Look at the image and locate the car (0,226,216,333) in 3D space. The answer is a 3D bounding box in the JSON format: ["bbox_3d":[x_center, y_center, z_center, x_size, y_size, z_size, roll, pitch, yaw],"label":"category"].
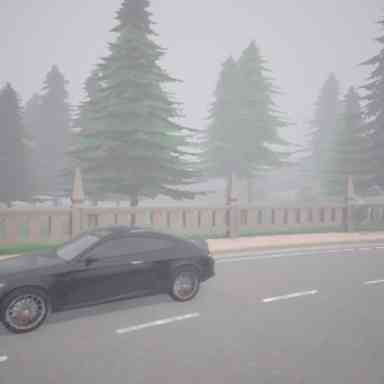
[{"bbox_3d":[-1.682,1.443,6.660,4.674,1.442,1.812,0,1,-31],"label":"car"}]
